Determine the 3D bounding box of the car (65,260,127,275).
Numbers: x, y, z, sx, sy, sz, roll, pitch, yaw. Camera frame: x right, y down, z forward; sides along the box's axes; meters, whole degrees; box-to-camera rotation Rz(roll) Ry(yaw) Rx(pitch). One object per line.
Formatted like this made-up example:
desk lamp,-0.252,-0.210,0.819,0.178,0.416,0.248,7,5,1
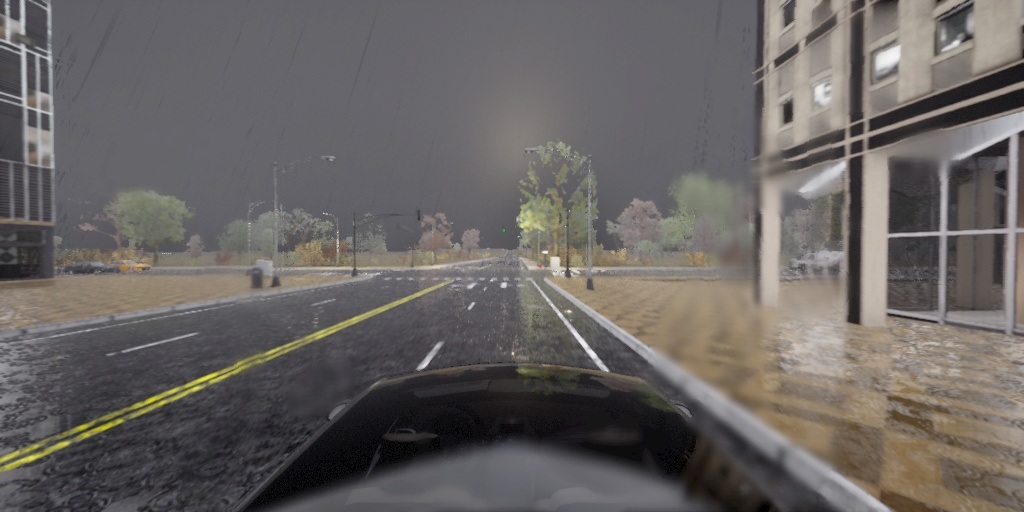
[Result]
car,-46.059,1.329,39.477,5.008,1.535,1.882,0,1,3

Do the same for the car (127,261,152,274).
car,-45.882,1.278,42.732,5.008,1.535,1.882,0,1,3

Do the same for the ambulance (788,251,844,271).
ambulance,38.396,0.638,44.845,6.366,2.431,2.351,0,1,3
